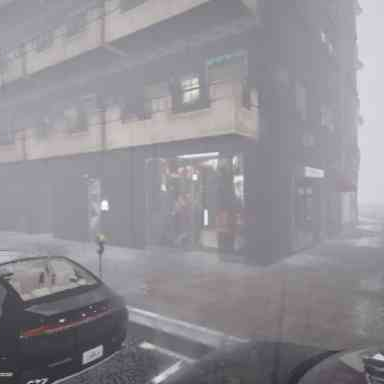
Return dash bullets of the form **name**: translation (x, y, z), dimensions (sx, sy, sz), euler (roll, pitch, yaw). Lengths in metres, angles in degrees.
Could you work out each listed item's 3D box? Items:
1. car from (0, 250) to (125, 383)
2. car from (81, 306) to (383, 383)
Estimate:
- **car**: translation (-2.863, 1.548, 4.929), dimensions (4.403, 1.369, 2.008), euler (0, -1, 35)
- **car**: translation (1.670, 1.551, 1.697), dimensions (4.403, 1.369, 2.008), euler (0, -1, 35)
